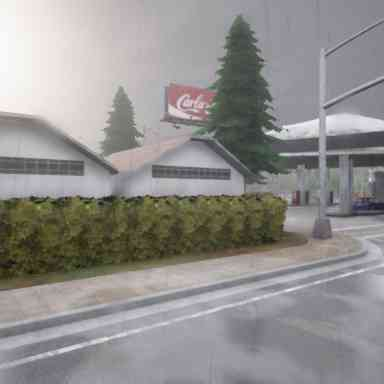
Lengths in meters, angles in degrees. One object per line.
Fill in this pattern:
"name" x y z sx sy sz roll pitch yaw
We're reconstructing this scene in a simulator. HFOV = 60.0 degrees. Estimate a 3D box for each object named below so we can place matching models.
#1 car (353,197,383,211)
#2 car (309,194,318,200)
"car" 21.025 1.476 39.499 4.611 1.667 2.242 0 0 -36
"car" 32.049 1.322 89.002 2.152 1.636 5.027 0 0 -36
